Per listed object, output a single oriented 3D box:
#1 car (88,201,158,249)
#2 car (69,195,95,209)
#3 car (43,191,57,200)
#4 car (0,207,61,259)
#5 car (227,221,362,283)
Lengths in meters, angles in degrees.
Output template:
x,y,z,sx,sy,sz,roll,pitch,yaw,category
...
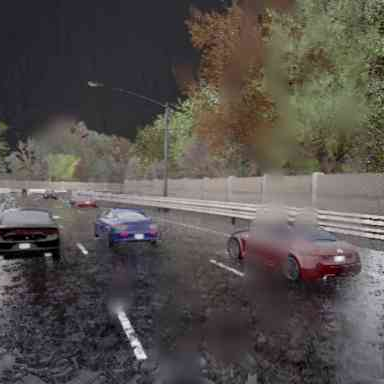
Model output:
x,y,z,sx,sy,sz,roll,pitch,yaw,category
-2.812,1.323,13.563,1.812,1.442,4.674,1,1,-26,car
-11.448,0.954,34.628,1.994,1.385,4.181,1,1,-33,car
-22.462,0.564,52.397,1.895,1.301,4.718,1,1,-26,car
-5.500,1.240,11.091,1.882,1.535,5.008,1,1,-25,car
2.739,1.524,9.777,1.994,1.385,4.181,1,1,-23,car
